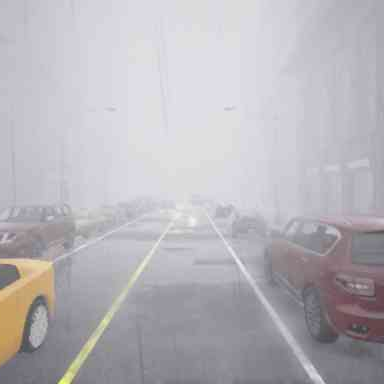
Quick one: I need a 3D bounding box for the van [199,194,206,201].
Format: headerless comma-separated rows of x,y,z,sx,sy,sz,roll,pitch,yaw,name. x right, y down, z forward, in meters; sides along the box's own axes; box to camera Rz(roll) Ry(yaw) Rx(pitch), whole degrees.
2.747,1.386,84.790,1.690,1.788,3.998,0,0,0,van

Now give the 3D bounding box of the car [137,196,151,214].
-5.767,1.455,34.363,1.967,1.590,4.097,0,0,0,car

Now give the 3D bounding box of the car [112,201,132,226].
-5.765,1.561,23.159,2.008,1.369,4.403,0,0,0,car

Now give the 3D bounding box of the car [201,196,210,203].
2.750,1.559,68.153,1.752,1.417,4.829,0,0,0,car

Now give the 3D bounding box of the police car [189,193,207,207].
0.888,1.449,50.569,1.930,1.638,5.238,0,0,0,police car

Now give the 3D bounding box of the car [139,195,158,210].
-5.768,1.333,39.964,2.192,1.841,5.009,0,0,0,car

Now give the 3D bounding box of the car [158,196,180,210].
-3.103,1.567,43.641,2.033,1.411,5.357,0,0,0,car

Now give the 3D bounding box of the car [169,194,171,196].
-5.775,1.559,67.803,1.752,1.417,4.829,0,0,0,car

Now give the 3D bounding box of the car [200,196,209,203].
2.749,1.582,73.586,1.887,1.381,4.507,0,0,0,car

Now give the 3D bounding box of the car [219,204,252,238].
2.762,1.558,17.564,2.008,1.369,4.403,0,0,0,car

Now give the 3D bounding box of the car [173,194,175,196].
-5.778,1.586,79.176,1.887,1.381,4.507,0,0,0,car

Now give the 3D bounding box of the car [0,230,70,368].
-3.100,1.479,3.276,1.882,1.535,5.008,0,0,0,car

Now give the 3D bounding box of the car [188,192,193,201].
0.807,1.253,60.481,2.150,2.045,5.566,0,0,-1,car

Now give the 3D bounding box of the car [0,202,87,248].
-5.761,1.320,11.955,2.192,1.841,5.009,0,0,0,car

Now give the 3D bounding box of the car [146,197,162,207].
-5.771,1.569,51.168,1.887,1.381,4.507,0,0,0,car

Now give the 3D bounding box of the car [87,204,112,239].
-5.763,1.533,17.388,1.752,1.417,4.829,0,0,0,car

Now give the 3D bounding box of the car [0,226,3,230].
-5.761,1.585,6.353,1.802,1.307,4.206,0,0,0,car

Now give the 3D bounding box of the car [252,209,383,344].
2.766,1.318,6.359,2.192,1.841,5.009,0,0,0,car

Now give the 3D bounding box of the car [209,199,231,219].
2.759,1.558,28.768,1.887,1.381,4.507,0,0,0,car

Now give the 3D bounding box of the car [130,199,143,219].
-5.766,1.579,28.761,1.947,1.339,4.313,0,0,0,car

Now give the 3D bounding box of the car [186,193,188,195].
-0.020,1.443,84.852,1.812,1.442,4.674,0,0,0,car

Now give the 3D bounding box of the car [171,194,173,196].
-5.776,1.478,73.575,1.967,1.590,4.097,0,0,0,car

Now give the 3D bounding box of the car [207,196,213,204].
2.753,1.467,56.779,1.967,1.590,4.097,0,0,0,car
